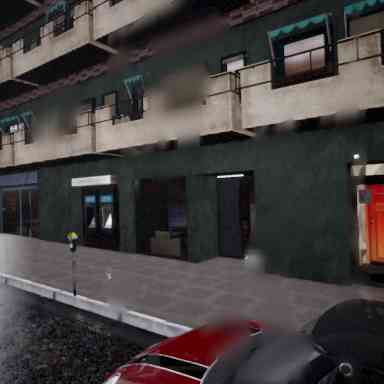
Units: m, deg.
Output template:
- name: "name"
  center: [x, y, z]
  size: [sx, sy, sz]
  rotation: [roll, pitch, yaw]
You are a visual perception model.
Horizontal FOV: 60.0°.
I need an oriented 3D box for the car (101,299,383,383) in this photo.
- name: "car"
  center: [1.125, 1.441, 1.953]
  size: [4.097, 1.590, 1.967]
  rotation: [0, -2, 36]
